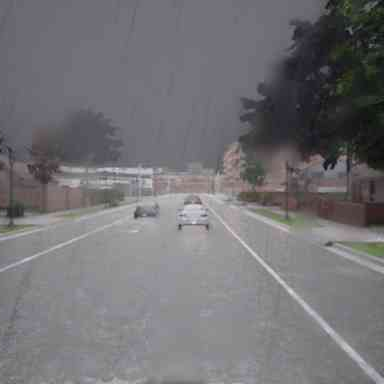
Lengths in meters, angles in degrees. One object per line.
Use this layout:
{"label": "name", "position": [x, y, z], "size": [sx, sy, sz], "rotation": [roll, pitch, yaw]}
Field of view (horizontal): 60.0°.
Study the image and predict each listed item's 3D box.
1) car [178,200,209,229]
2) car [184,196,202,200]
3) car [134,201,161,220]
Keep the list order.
{"label": "car", "position": [0.106, 1.477, 21.051], "size": [1.812, 1.442, 4.674], "rotation": [0, 0, 0]}
{"label": "car", "position": [0.111, 1.200, 38.990], "size": [2.097, 1.767, 4.553], "rotation": [0, 0, 0]}
{"label": "car", "position": [-3.589, 1.443, 27.421], "size": [1.812, 1.442, 4.674], "rotation": [0, 0, 0]}
